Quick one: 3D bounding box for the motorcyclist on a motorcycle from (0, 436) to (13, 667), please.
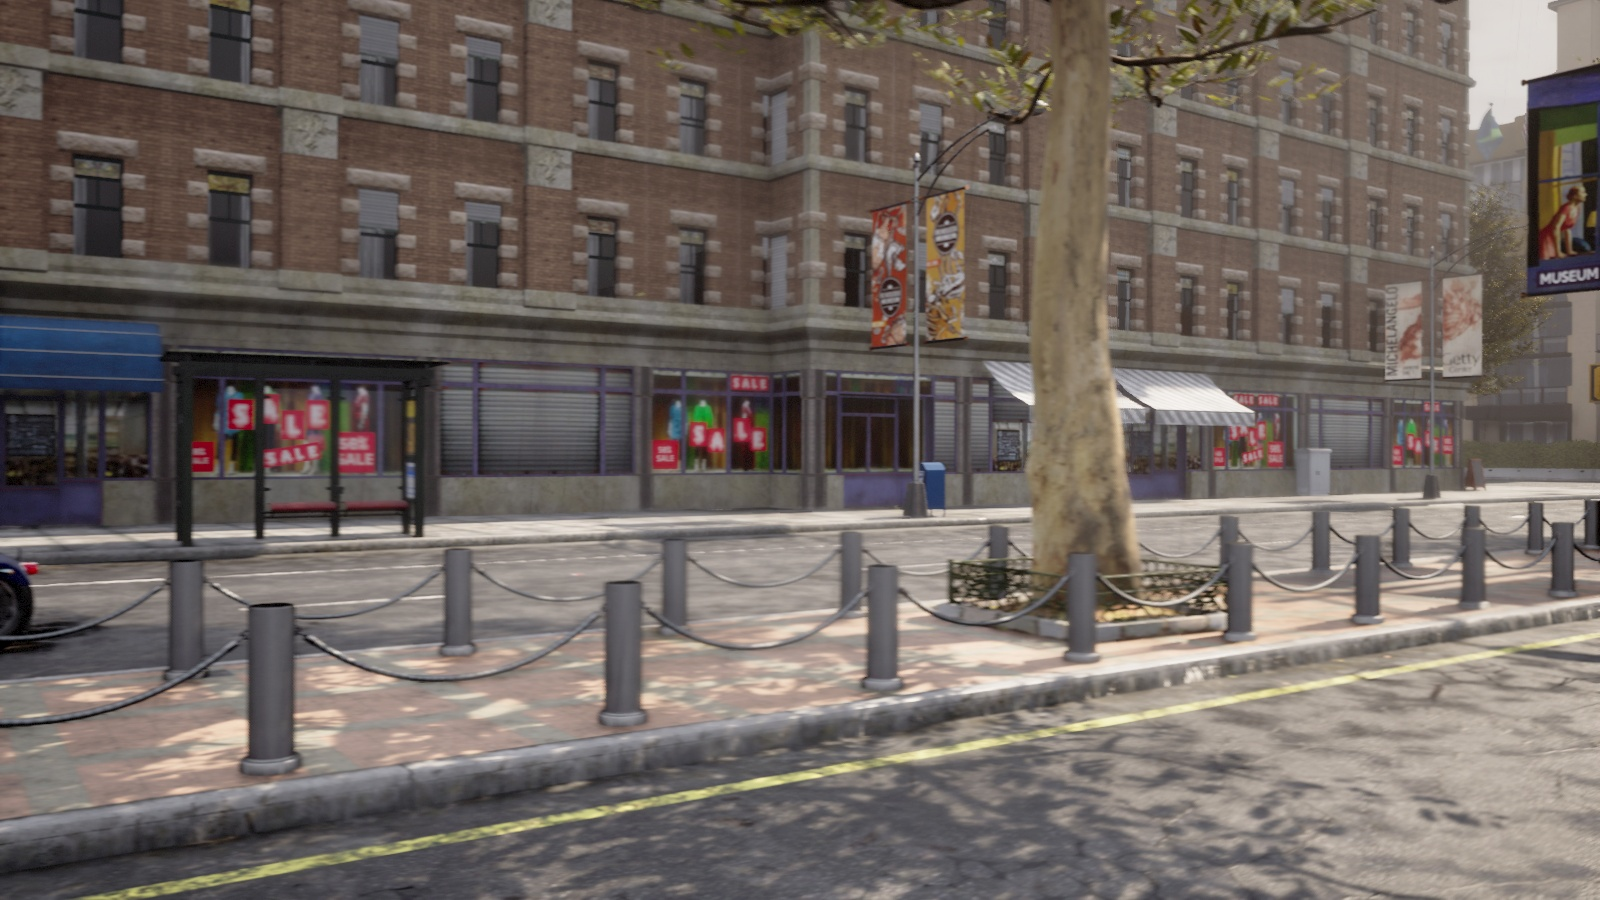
[{"bbox_3d":[-6.830,0.731,8.652,2.350,1.649,0.766,0,0,-35],"label":"motorcyclist on a motorcycle"}]
